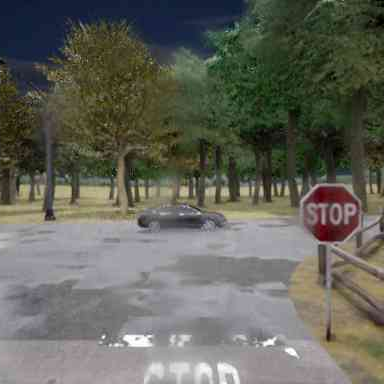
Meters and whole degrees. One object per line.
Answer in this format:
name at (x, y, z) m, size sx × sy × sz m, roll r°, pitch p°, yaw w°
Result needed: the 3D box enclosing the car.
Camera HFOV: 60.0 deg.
car at (-0.579, 1.393, 18.339) m, size 4.892 × 1.490 × 1.837 m, roll -1°, pitch 0°, yaw 0°
